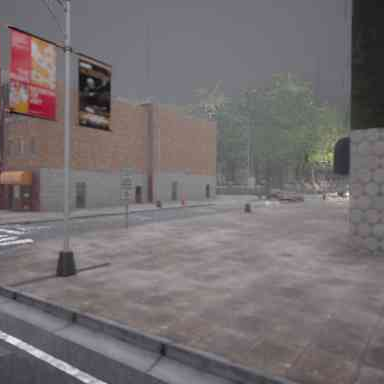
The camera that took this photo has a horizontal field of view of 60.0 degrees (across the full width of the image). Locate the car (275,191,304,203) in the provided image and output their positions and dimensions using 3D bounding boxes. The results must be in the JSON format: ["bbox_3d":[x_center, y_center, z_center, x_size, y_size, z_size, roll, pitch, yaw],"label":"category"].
[{"bbox_3d":[12.216,0.529,40.844,1.994,1.385,4.181,1,2,37],"label":"car"}]

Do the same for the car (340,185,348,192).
[{"bbox_3d":[38.514,-0.675,86.699,1.802,1.307,4.206,2,3,36],"label":"car"}]

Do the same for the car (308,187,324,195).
[{"bbox_3d":[24.839,-0.207,67.612,2.008,1.369,4.403,2,3,36],"label":"car"}]

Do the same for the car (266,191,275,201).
[{"bbox_3d":[11.679,0.464,44.813,1.895,1.301,4.718,1,2,36],"label":"car"}]

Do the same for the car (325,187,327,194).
[{"bbox_3d":[25.967,-0.276,69.230,1.752,1.417,4.829,2,3,36],"label":"car"}]

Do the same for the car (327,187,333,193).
[{"bbox_3d":[29.009,-0.362,73.399,2.008,1.369,4.403,2,3,36],"label":"car"}]

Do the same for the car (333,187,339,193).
[{"bbox_3d":[32.178,-0.464,77.833,1.947,1.339,4.313,2,3,36],"label":"car"}]
